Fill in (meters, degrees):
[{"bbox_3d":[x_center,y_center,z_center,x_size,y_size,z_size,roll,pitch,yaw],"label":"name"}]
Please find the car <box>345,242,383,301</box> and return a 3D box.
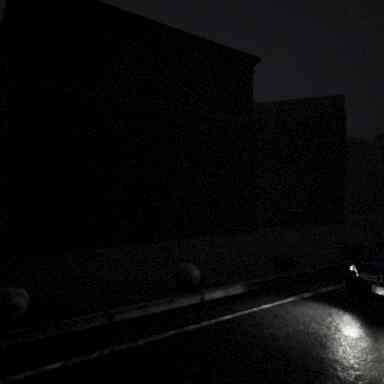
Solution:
[{"bbox_3d":[5.373,1.589,7.455,4.674,1.442,1.812,1,-1,-35],"label":"car"}]
